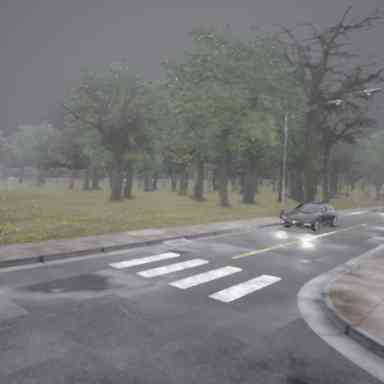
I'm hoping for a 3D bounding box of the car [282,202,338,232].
[{"bbox_3d":[7.021,1.377,19.502,1.837,1.490,4.892,4,2,41],"label":"car"}]
